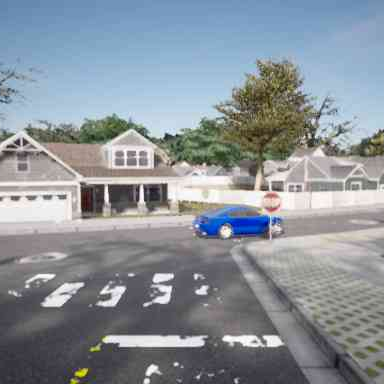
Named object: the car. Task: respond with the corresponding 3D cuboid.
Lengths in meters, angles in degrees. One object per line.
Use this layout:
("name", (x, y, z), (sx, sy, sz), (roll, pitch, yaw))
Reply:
("car", (2.452, 1.463, 16.995), (5.008, 1.535, 1.882), (0, 2, -26))
